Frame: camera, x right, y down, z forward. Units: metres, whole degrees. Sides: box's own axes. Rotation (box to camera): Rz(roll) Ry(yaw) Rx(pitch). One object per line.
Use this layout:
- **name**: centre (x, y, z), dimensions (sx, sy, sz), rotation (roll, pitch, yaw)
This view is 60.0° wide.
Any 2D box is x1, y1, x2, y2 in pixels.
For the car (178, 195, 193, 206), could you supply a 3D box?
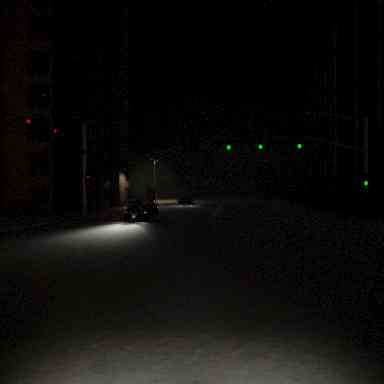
- **car**: centre (-0.889, 1.257, 50.340), dimensions (1.812, 1.442, 4.674), rotation (0, 1, 7)

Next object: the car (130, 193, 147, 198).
- **car**: centre (-12.086, 1.065, 73.663), dimensions (5.008, 1.535, 1.882), rotation (0, 0, 7)

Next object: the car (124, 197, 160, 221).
- **car**: centre (-3.781, 1.420, 25.589), dimensions (2.128, 1.511, 4.902), rotation (0, 1, 7)
